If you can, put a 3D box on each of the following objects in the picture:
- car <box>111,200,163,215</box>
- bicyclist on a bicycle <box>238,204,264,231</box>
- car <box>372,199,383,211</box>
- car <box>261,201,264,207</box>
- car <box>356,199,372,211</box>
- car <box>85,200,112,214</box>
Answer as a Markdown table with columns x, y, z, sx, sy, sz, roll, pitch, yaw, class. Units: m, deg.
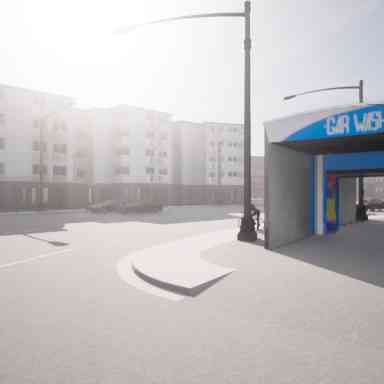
| x | y | z | sx | sy | sz | roll | pitch | yaw | class |
| --- | --- | --- | --- | --- | --- | --- | --- | --- | --- |
| -5.247 | 1.601 | 33.186 | 4.718 | 1.301 | 1.895 | 0 | 0 | -44 | car |
| 3.233 | 1.301 | 18.267 | 1.656 | 1.620 | 0.582 | 0 | 0 | 38 | bicyclist on a bicycle |
| 22.009 | 1.526 | 39.913 | 4.674 | 1.442 | 1.812 | 0 | 0 | -18 | car |
| 12.171 | 1.525 | 47.916 | 4.674 | 1.442 | 1.812 | 0 | 0 | -20 | car |
| 15.684 | 1.601 | 34.084 | 4.718 | 1.301 | 1.895 | 0 | 0 | -22 | car |
| -8.418 | 1.547 | 34.994 | 2.033 | 1.411 | 5.357 | 0 | 0 | 45 | car |
